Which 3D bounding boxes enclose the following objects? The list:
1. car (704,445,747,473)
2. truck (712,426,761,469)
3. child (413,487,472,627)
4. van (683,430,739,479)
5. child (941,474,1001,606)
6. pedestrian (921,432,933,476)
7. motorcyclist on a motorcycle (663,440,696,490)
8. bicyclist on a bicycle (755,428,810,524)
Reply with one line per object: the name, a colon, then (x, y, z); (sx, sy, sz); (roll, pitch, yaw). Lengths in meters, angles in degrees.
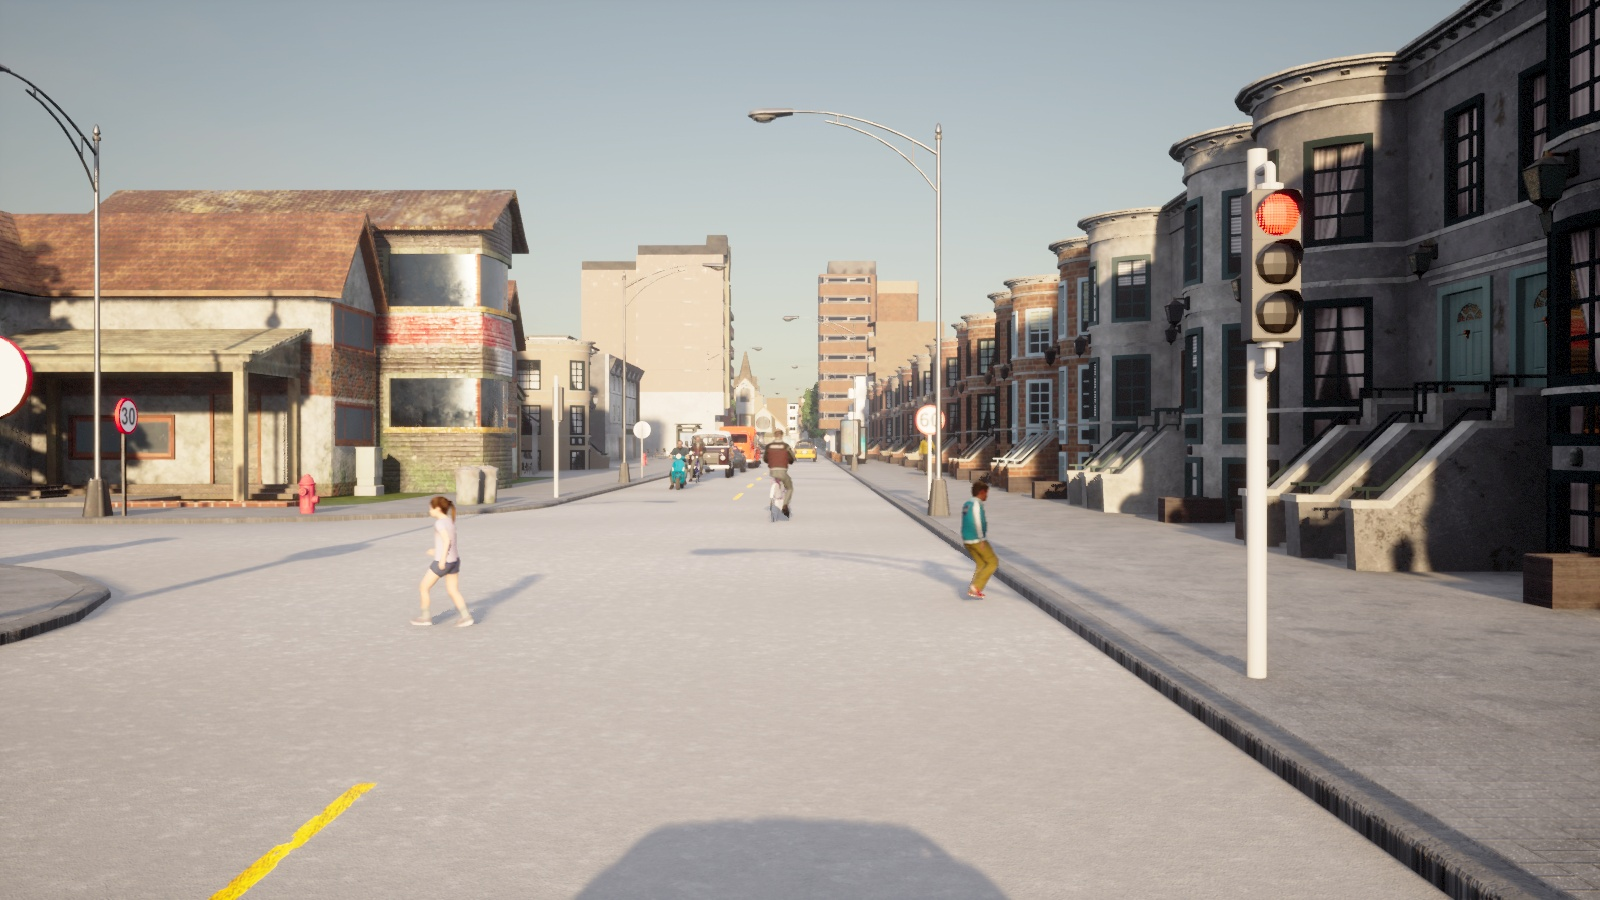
car: (-3.775, 0.444, 64.332); (1.994, 1.385, 4.181); (0, 0, 0)
truck: (-3.732, -0.166, 74.558); (2.627, 2.467, 5.204); (0, 0, 0)
child: (-2.912, 0.862, 10.239); (0.394, 1.110, 0.255); (0, 0, 12)
van: (-3.807, 0.160, 54.387); (2.069, 2.038, 4.480); (0, 0, 0)
child: (1.588, 0.824, 11.674); (0.448, 1.192, 0.343); (0, 0, -18)
pedestrian: (5.278, 0.165, 52.237); (0.431, 1.840, 0.709); (0, 0, -1)
motorcyclist on a motorcycle: (-3.856, 0.469, 40.343); (0.866, 1.590, 1.817); (0, 0, 0)
bicyclist on a bicycle: (-0.321, 0.480, 24.204); (0.659, 1.776, 1.843); (-1, 0, 11)
